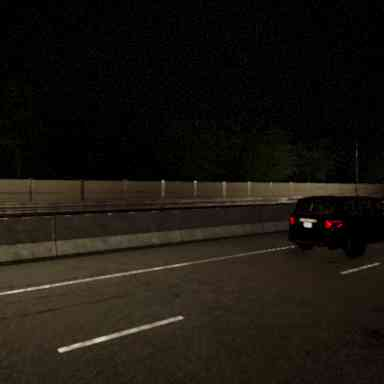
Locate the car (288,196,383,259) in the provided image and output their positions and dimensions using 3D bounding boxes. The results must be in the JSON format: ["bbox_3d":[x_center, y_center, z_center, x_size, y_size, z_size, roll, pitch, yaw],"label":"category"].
[{"bbox_3d":[5.994,1.148,12.494,5.566,2.045,2.150,-1,0,-35],"label":"car"}]
